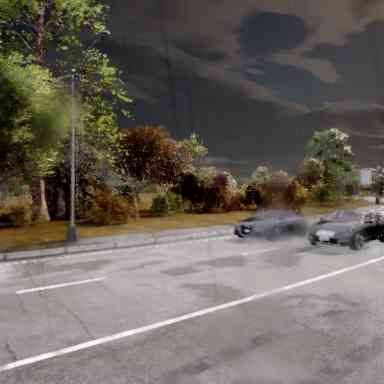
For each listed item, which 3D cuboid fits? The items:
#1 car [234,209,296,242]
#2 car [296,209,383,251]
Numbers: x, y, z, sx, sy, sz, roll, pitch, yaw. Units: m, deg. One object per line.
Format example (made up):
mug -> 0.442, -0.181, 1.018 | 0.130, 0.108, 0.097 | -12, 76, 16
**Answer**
car -> 3.994, 1.561, 16.367 | 4.181, 1.385, 1.994 | 0, 0, -41
car -> 6.814, 1.479, 14.164 | 4.902, 1.511, 2.128 | 0, 0, -42
